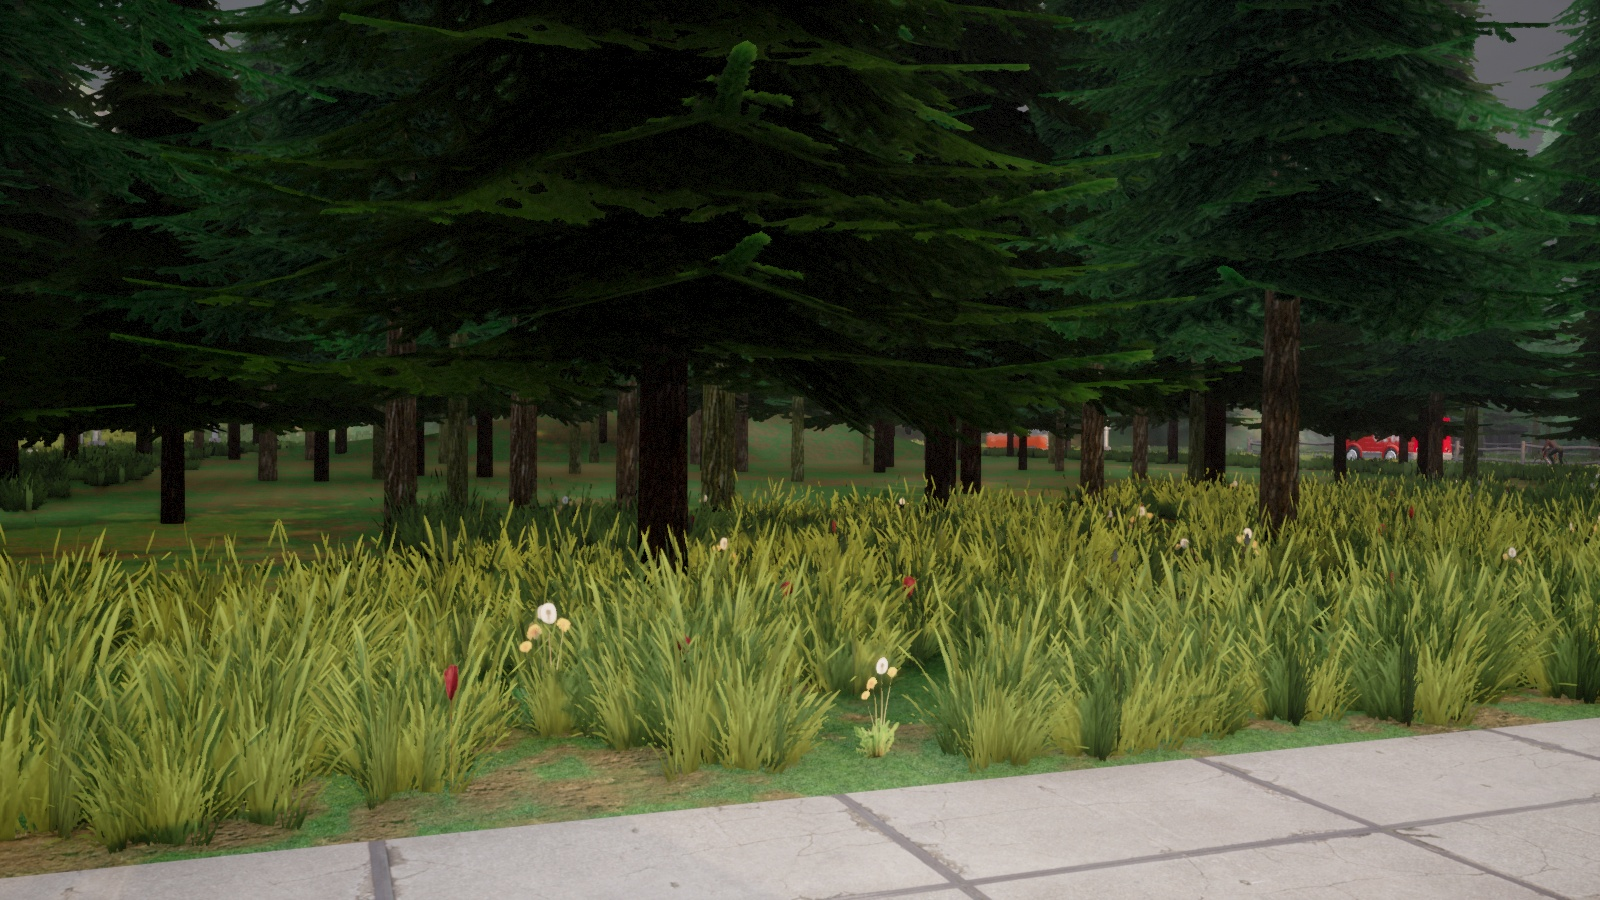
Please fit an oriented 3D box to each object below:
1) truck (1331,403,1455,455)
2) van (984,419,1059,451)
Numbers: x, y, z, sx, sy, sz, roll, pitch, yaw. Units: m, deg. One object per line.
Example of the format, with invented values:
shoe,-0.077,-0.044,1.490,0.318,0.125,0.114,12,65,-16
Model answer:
truck,29.091,-1.036,61.830,2.627,2.467,5.204,-1,1,-20
van,14.190,-0.935,80.544,4.442,1.987,1.775,0,1,36
